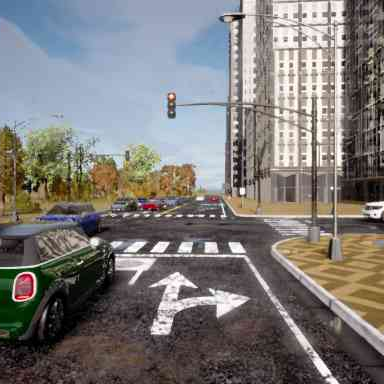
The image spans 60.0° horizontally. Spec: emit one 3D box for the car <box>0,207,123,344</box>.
[{"bbox_3d":[-3.007,1.351,6.592,2.097,1.767,4.553,0,0,1],"label":"car"}]

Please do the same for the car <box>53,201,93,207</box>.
[{"bbox_3d":[-6.116,1.348,16.455,2.097,1.767,4.553,0,0,3],"label":"car"}]

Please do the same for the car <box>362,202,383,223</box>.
[{"bbox_3d":[14.821,1.059,22.846,5.566,2.045,2.150,0,0,5],"label":"car"}]

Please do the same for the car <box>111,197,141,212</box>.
[{"bbox_3d":[-7.833,1.343,38.546,2.097,1.767,4.553,0,0,5],"label":"car"}]

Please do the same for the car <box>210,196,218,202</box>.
[{"bbox_3d":[5.216,1.561,78.702,1.994,1.385,4.181,0,0,5],"label":"car"}]

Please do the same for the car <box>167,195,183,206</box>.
[{"bbox_3d":[-3.244,1.346,55.102,2.097,1.767,4.553,0,0,6],"label":"car"}]

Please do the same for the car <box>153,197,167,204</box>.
[{"bbox_3d":[-5.933,1.560,62.153,1.994,1.385,4.181,0,0,5],"label":"car"}]

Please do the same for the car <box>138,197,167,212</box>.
[{"bbox_3d":[-4.534,1.593,39.054,1.895,1.301,4.718,0,0,5],"label":"car"}]

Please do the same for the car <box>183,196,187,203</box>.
[{"bbox_3d":[-2.051,1.554,69.240,1.994,1.385,4.181,0,0,5],"label":"car"}]

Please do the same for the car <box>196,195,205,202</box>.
[{"bbox_3d":[1.982,1.532,79.024,1.812,1.442,4.674,0,0,5],"label":"car"}]
